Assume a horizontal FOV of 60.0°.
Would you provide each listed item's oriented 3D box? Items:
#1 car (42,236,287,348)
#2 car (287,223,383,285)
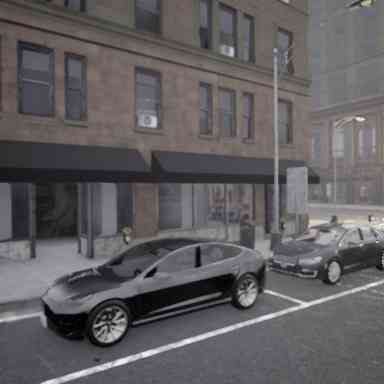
[{"bbox_3d":[-0.462,1.577,6.298,4.313,1.339,1.947,0,-1,-35],"label":"car"},{"bbox_3d":[4.054,1.583,9.446,4.403,1.369,2.008,0,-1,-35],"label":"car"}]
